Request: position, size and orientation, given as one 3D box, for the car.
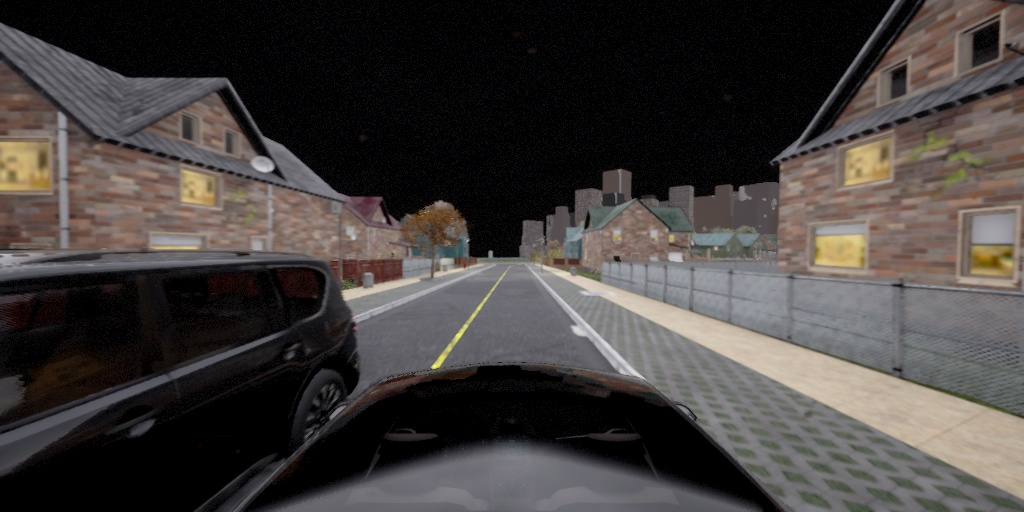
[{"bbox_3d":[-2.804,0.967,1.821,2.150,2.045,5.566,1,0,1],"label":"car"}]
